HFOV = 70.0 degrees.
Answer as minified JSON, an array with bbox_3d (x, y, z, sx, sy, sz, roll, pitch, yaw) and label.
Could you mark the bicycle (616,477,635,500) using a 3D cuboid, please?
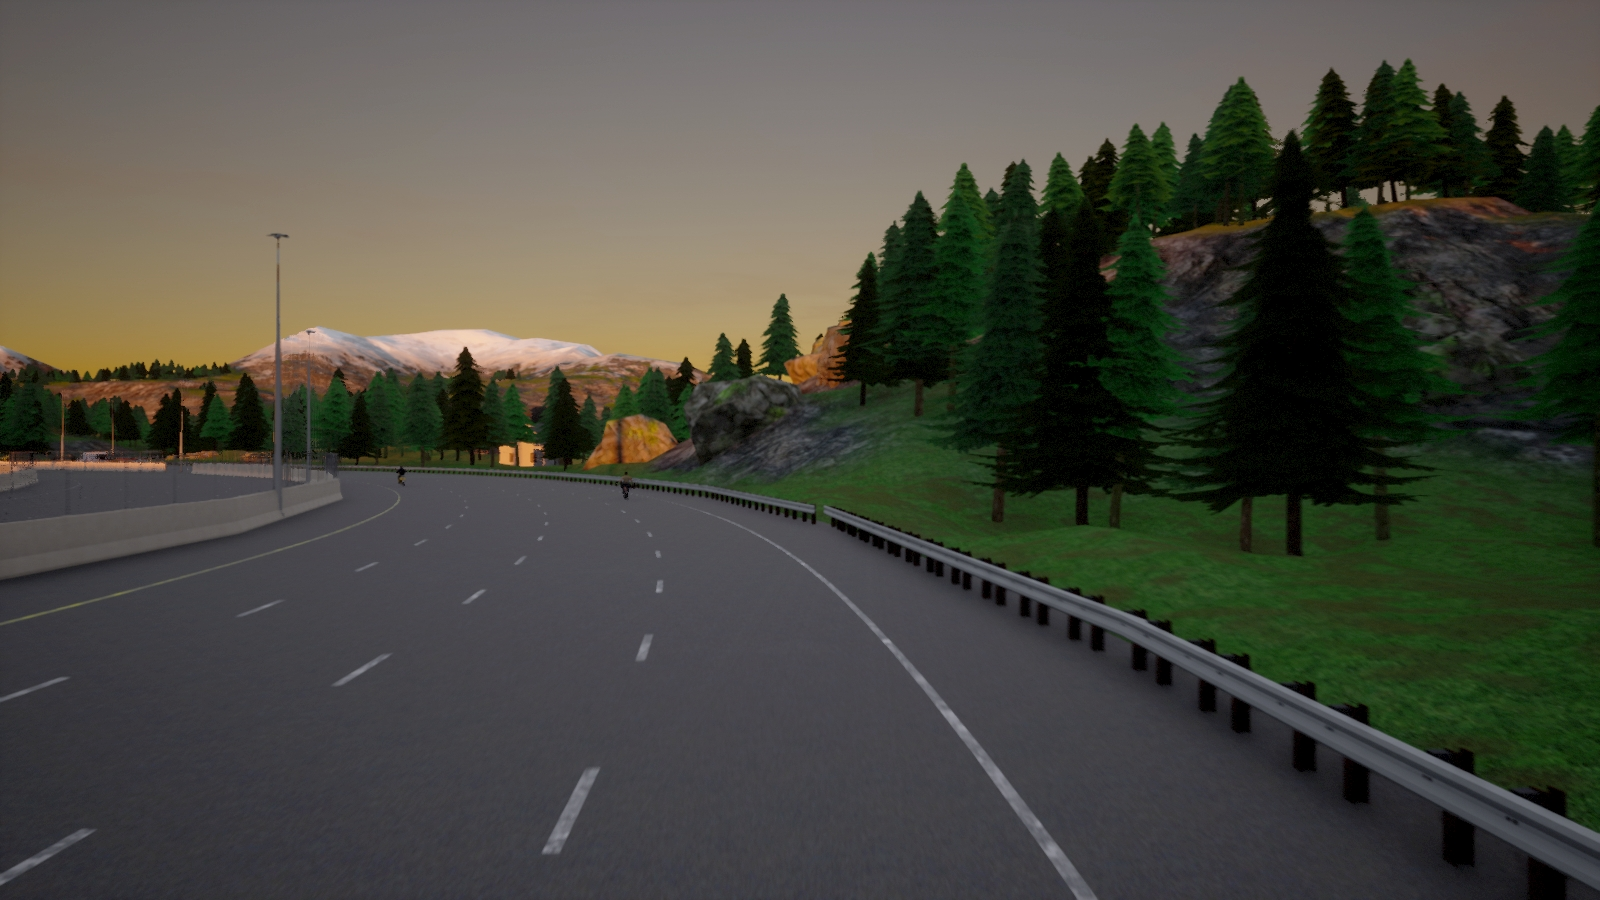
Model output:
[{"bbox_3d":[-9.810,2.159,64.336,0.859,1.295,1.487,0,0,-17],"label":"bicycle"}]
